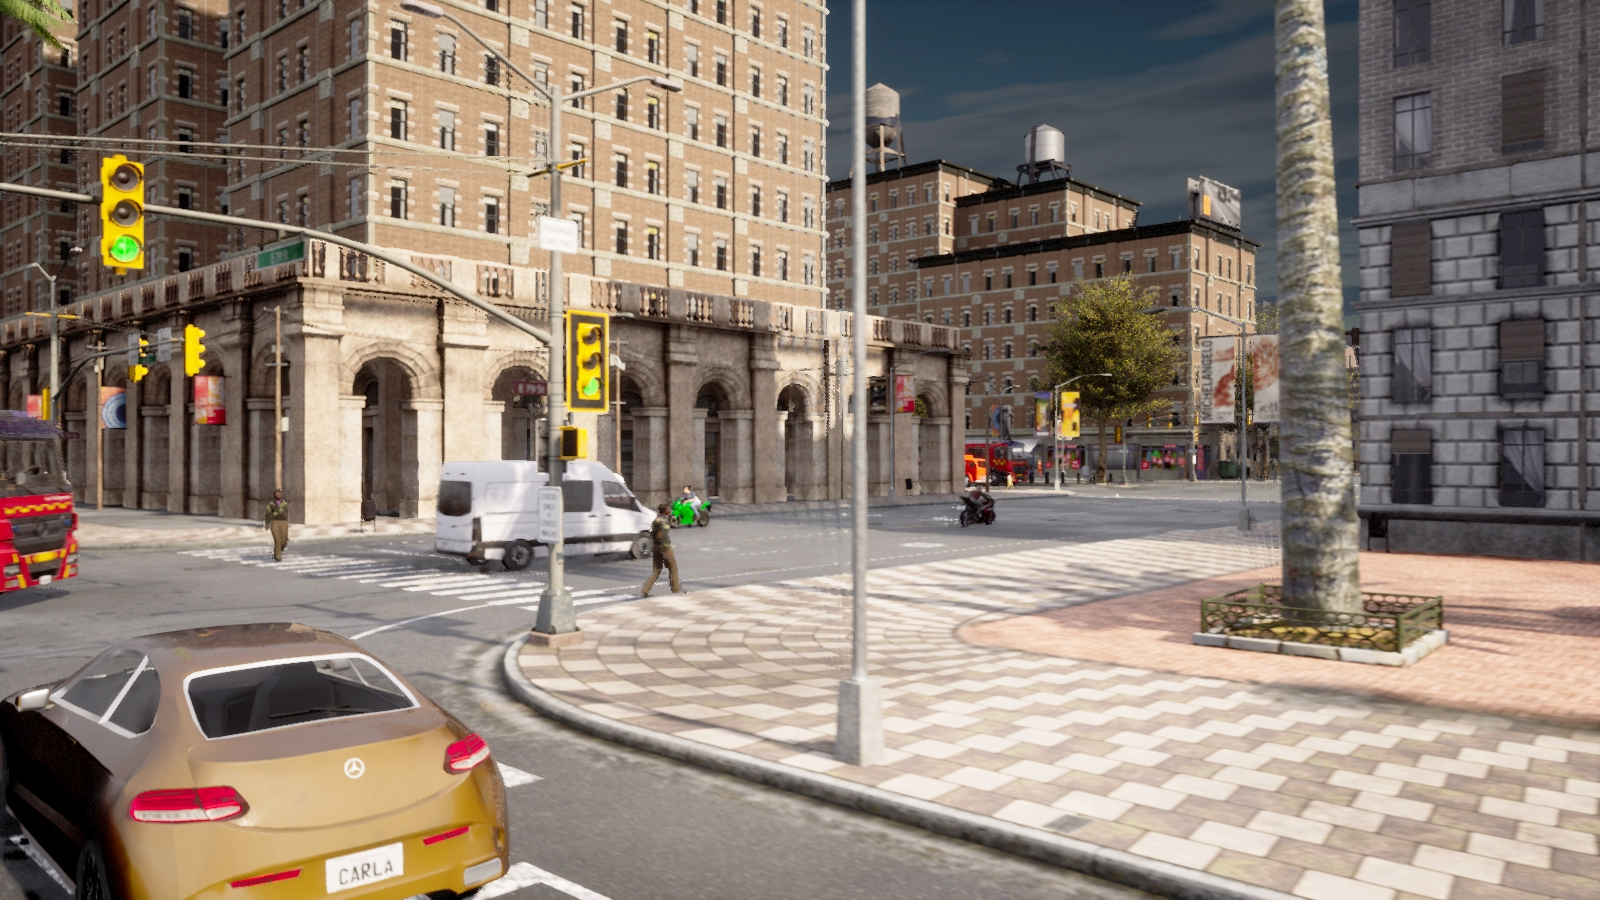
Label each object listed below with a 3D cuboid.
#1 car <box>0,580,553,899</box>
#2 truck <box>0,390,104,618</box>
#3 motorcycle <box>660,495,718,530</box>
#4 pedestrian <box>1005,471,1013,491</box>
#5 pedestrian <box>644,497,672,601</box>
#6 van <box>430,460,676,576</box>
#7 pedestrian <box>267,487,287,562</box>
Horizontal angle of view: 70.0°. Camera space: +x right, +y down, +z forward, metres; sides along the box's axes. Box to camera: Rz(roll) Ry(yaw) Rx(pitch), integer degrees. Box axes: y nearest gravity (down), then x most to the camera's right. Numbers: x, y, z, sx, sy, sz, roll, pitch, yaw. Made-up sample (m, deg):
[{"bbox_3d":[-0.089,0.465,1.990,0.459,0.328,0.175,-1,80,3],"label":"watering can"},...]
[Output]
[{"bbox_3d":[-3.907,1.999,7.720,2.152,1.651,5.027,0,0,-42],"label":"car"},{"bbox_3d":[-17.481,0.912,20.108,8.468,3.827,2.891,0,0,-8],"label":"truck"},{"bbox_3d":[-3.976,2.238,41.048,0.803,1.145,2.033,0,0,43],"label":"motorcycle"},{"bbox_3d":[13.591,2.010,74.232,0.375,1.300,0.375,0,0,39],"label":"pedestrian"},{"bbox_3d":[-2.605,1.813,20.988,0.375,1.860,0.375,0,0,-38],"label":"pedestrian"},{"bbox_3d":[-6.021,1.554,28.553,1.988,2.561,5.915,0,0,44],"label":"van"},{"bbox_3d":[-13.166,1.872,28.759,0.375,1.860,0.375,0,0,-41],"label":"pedestrian"}]
